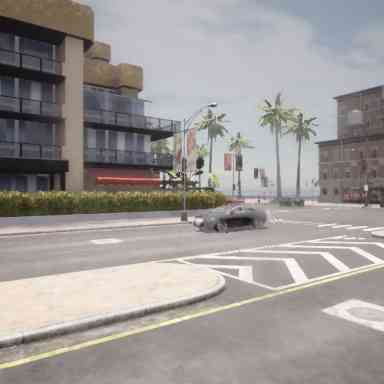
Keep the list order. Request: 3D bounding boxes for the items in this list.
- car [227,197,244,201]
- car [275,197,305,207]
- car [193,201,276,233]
[{"bbox_3d":[6.155,1.481,51.240,1.882,1.535,5.008,0,0,-35],"label":"car"},{"bbox_3d":[14.955,1.509,51.194,1.837,1.490,4.892,0,0,-35],"label":"car"},{"bbox_3d":[2.333,1.493,19.742,4.902,1.511,2.128,0,0,-35],"label":"car"}]
